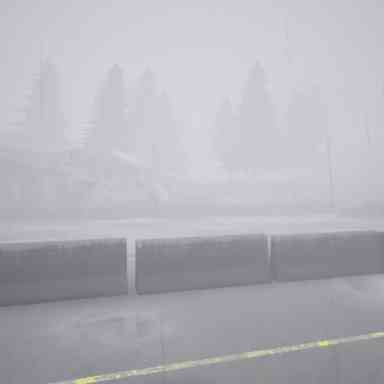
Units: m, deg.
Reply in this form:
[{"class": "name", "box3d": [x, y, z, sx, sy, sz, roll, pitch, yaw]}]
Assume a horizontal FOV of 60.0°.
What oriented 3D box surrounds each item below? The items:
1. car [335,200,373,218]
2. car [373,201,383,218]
[{"class": "car", "box3d": [14.824, 1.456, 29.050, 4.674, 1.442, 1.812, 0, 0, -17]}, {"class": "car", "box3d": [17.586, 1.139, 26.229, 5.566, 2.045, 2.150, -1, 0, -17]}]
